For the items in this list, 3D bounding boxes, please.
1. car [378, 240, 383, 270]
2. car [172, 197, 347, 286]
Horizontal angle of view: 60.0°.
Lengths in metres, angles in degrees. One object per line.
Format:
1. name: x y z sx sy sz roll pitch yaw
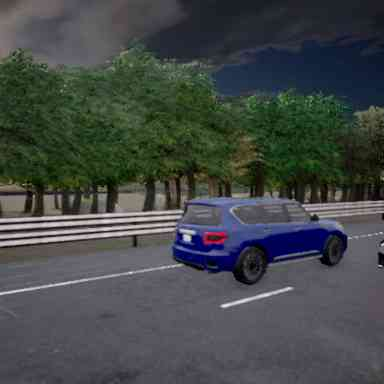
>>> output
1. car: 6.635 1.410 8.401 4.902 1.511 2.128 -1 0 -34
2. car: 2.098 1.166 9.535 5.566 2.045 2.150 -1 1 -34
